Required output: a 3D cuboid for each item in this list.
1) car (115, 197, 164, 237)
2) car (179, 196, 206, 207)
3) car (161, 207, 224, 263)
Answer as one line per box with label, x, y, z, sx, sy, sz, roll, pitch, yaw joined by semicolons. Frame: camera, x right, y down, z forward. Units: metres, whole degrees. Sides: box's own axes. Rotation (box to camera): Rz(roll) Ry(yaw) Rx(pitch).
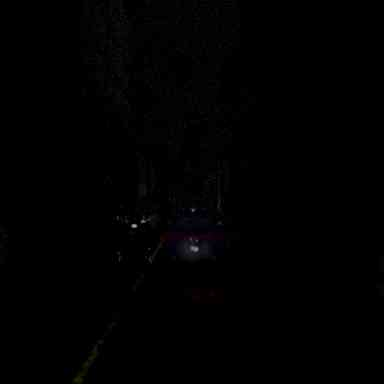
car;-2.846;1.323;19.177;2.150;2.045;5.566;0;0;0
car;0.093;1.492;28.324;2.097;1.767;4.553;0;0;0
car;0.091;1.547;12.350;1.882;1.535;5.008;0;0;0
